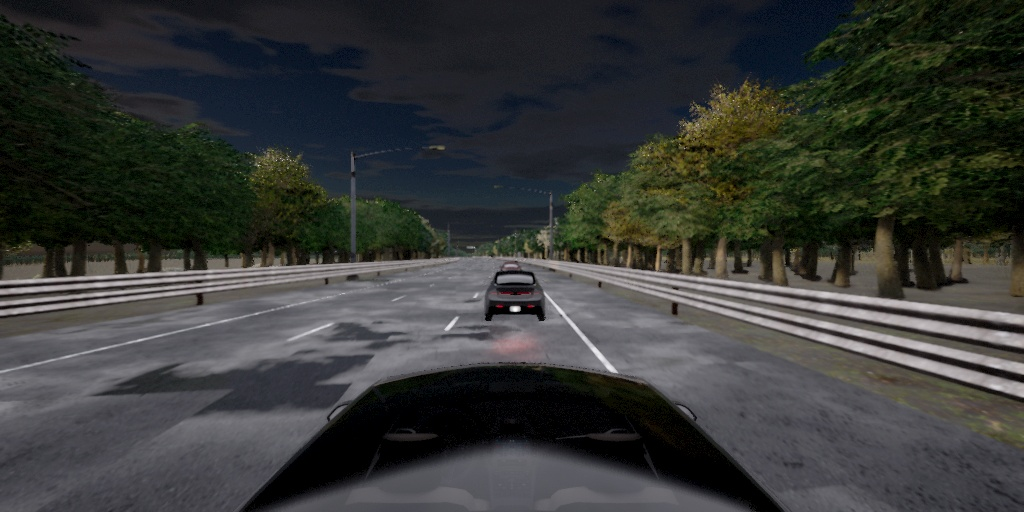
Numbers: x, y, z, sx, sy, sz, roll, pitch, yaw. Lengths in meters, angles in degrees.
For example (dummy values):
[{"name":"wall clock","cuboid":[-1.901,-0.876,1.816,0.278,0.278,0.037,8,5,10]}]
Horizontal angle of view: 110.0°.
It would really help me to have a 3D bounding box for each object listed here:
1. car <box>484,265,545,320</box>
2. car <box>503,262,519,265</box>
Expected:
[{"name":"car","cuboid":[0.087,1.234,12.507,1.837,1.490,4.892,0,0,0]},{"name":"car","cuboid":[-0.111,1.223,30.382,1.812,1.442,4.674,0,0,-1]}]
